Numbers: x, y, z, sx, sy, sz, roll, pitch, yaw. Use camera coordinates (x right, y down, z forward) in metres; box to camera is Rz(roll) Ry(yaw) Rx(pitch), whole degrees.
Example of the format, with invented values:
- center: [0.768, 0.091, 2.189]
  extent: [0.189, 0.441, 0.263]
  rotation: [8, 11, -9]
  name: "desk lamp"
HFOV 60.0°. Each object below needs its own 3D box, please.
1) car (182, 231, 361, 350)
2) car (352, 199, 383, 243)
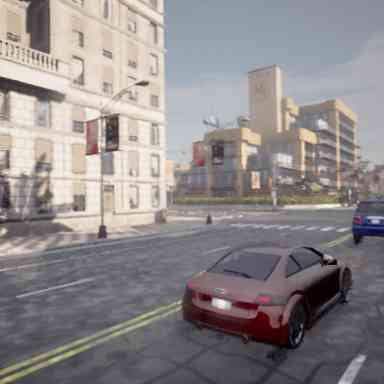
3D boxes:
- center: [1.697, 1.661, 6.581]
  extent: [1.994, 1.385, 4.181]
  rotation: [-2, -1, 39]
  name: "car"
- center: [9.515, 1.366, 16.333]
  extent: [2.150, 2.045, 5.566]
  rotation: [-2, -1, 39]
  name: "car"
